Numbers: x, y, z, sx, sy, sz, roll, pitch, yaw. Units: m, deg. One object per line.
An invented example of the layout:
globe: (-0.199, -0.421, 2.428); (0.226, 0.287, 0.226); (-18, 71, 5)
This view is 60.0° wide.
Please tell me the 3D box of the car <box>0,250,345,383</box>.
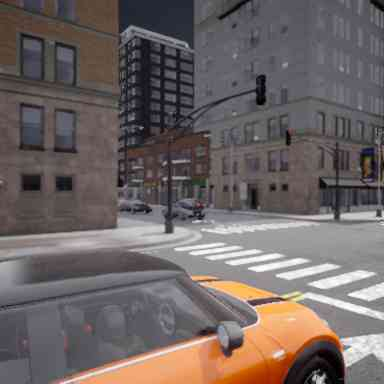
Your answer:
car: (-0.639, 1.352, 2.986); (4.553, 1.767, 2.097); (0, 0, -35)

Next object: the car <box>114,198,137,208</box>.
car: (-9.880, 1.557, 49.551); (1.802, 1.307, 4.206); (0, 0, -35)

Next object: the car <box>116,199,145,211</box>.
car: (-7.872, 1.569, 42.302); (1.895, 1.301, 4.718); (0, 0, -35)

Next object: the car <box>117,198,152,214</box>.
car: (-6.121, 1.510, 34.708); (2.033, 1.411, 5.357); (0, 0, -35)

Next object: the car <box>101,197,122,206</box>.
car: (-13.123, 1.502, 54.145); (1.752, 1.417, 4.829); (0, 0, -35)

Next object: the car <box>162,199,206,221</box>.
car: (-0.736, 1.535, 27.081); (1.994, 1.385, 4.181); (0, 0, -36)
